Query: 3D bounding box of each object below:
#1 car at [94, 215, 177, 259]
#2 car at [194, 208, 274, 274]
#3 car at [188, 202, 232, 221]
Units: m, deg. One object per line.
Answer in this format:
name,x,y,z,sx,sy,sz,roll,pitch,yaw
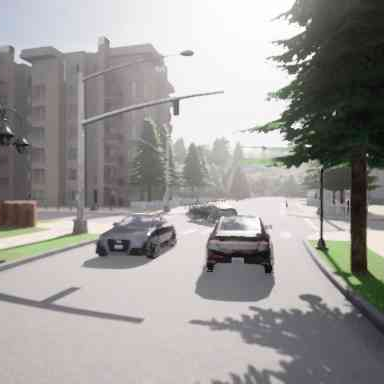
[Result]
car,-1.933,1.564,12.568,1.994,1.385,4.181,0,0,12
car,1.556,1.499,10.714,2.128,1.511,4.902,0,0,10
car,1.404,1.520,24.888,2.128,1.511,4.902,1,-1,-28
